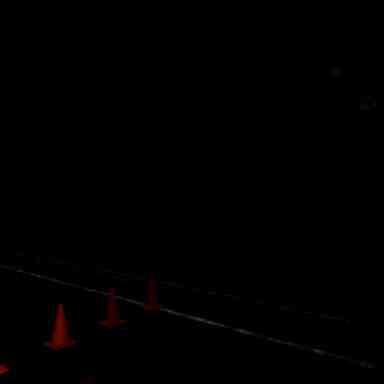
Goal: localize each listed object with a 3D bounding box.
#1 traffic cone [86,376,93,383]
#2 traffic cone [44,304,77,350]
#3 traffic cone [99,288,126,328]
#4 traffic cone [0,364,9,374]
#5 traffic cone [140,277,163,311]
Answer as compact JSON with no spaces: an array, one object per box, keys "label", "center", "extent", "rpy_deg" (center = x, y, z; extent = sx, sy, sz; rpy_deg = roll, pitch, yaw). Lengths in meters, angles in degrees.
[{"label":"traffic cone","center":[-0.929,1.969,3.005],"extent":[0.340,0.580,0.340],"rpy_deg":[0,0,36]},{"label":"traffic cone","center":[-1.969,1.975,4.987],"extent":[0.340,0.580,0.340],"rpy_deg":[0,0,35]},{"label":"traffic cone","center":[-1.385,1.980,5.795],"extent":[0.340,0.580,0.340],"rpy_deg":[0,0,36]},{"label":"traffic cone","center":[-2.552,1.969,4.174],"extent":[0.340,0.580,0.340],"rpy_deg":[0,0,36]},{"label":"traffic cone","center":[-0.802,1.986,6.606],"extent":[0.340,0.580,0.340],"rpy_deg":[0,0,36]}]
